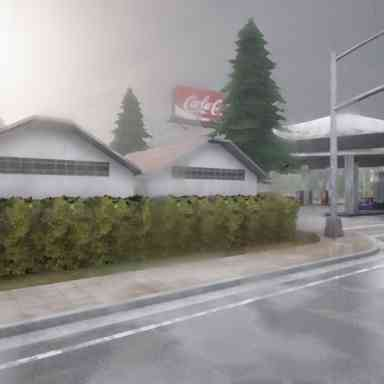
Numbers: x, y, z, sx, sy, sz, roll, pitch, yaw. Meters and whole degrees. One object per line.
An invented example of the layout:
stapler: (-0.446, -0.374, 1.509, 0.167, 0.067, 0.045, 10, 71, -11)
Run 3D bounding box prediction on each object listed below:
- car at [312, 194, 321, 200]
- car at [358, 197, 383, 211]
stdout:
car: (32.849, 1.326, 89.428, 2.152, 1.636, 5.027, 0, 0, -36)
car: (21.749, 1.478, 39.942, 4.611, 1.667, 2.242, 0, 0, -36)
